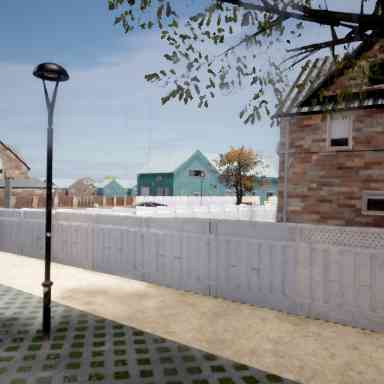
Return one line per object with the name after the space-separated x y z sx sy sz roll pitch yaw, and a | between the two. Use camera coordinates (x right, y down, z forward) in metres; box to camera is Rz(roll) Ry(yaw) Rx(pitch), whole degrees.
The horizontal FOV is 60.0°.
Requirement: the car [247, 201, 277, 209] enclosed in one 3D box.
8.882 1.859 36.987 5.008 1.535 1.882 1 1 -34 | car

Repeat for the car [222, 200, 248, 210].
5.740 1.748 38.418 5.008 1.535 1.882 0 2 -34 | car

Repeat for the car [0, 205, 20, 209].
-12.762 1.586 22.056 1.994 1.385 4.181 3 1 44 | car

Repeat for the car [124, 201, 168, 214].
-4.316 1.651 30.513 4.892 1.490 1.837 1 1 -42 | car
